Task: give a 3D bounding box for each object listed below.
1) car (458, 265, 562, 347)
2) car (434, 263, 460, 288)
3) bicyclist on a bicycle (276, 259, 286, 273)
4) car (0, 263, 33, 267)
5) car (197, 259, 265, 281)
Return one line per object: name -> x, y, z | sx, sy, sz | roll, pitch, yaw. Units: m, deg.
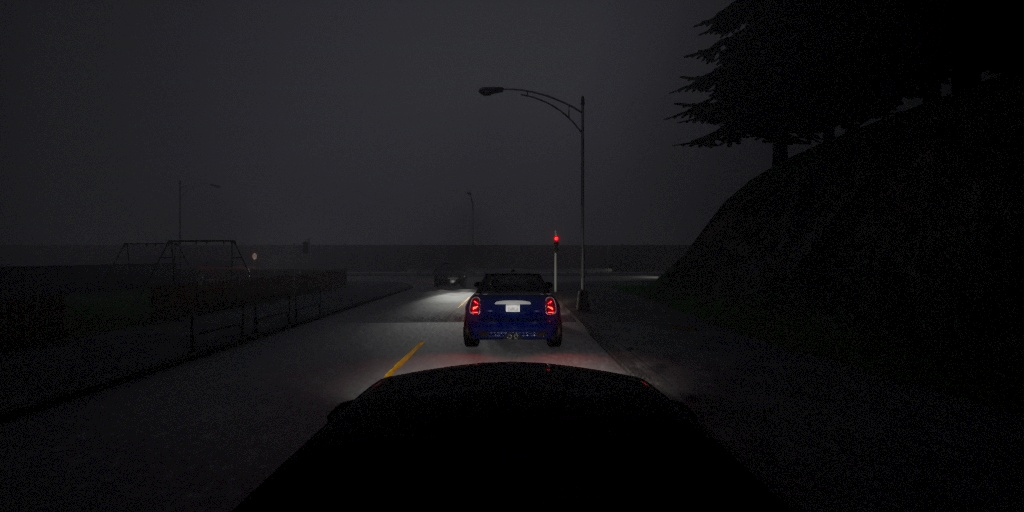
car -> 0.035, 1.102, 9.516 | 2.097, 1.767, 4.553 | 0, 0, 0
car -> -4.055, 1.241, 23.582 | 2.128, 1.511, 4.902 | 1, 0, -13
bicyclist on a bicycle -> -24.265, 1.099, 37.704 | 0.582, 1.620, 1.656 | 0, 0, 0
car -> -40.604, 1.275, 29.326 | 4.674, 1.442, 1.812 | 0, 0, 0
car -> -22.904, 1.102, 29.305 | 4.553, 1.767, 2.097 | 0, 0, 0
